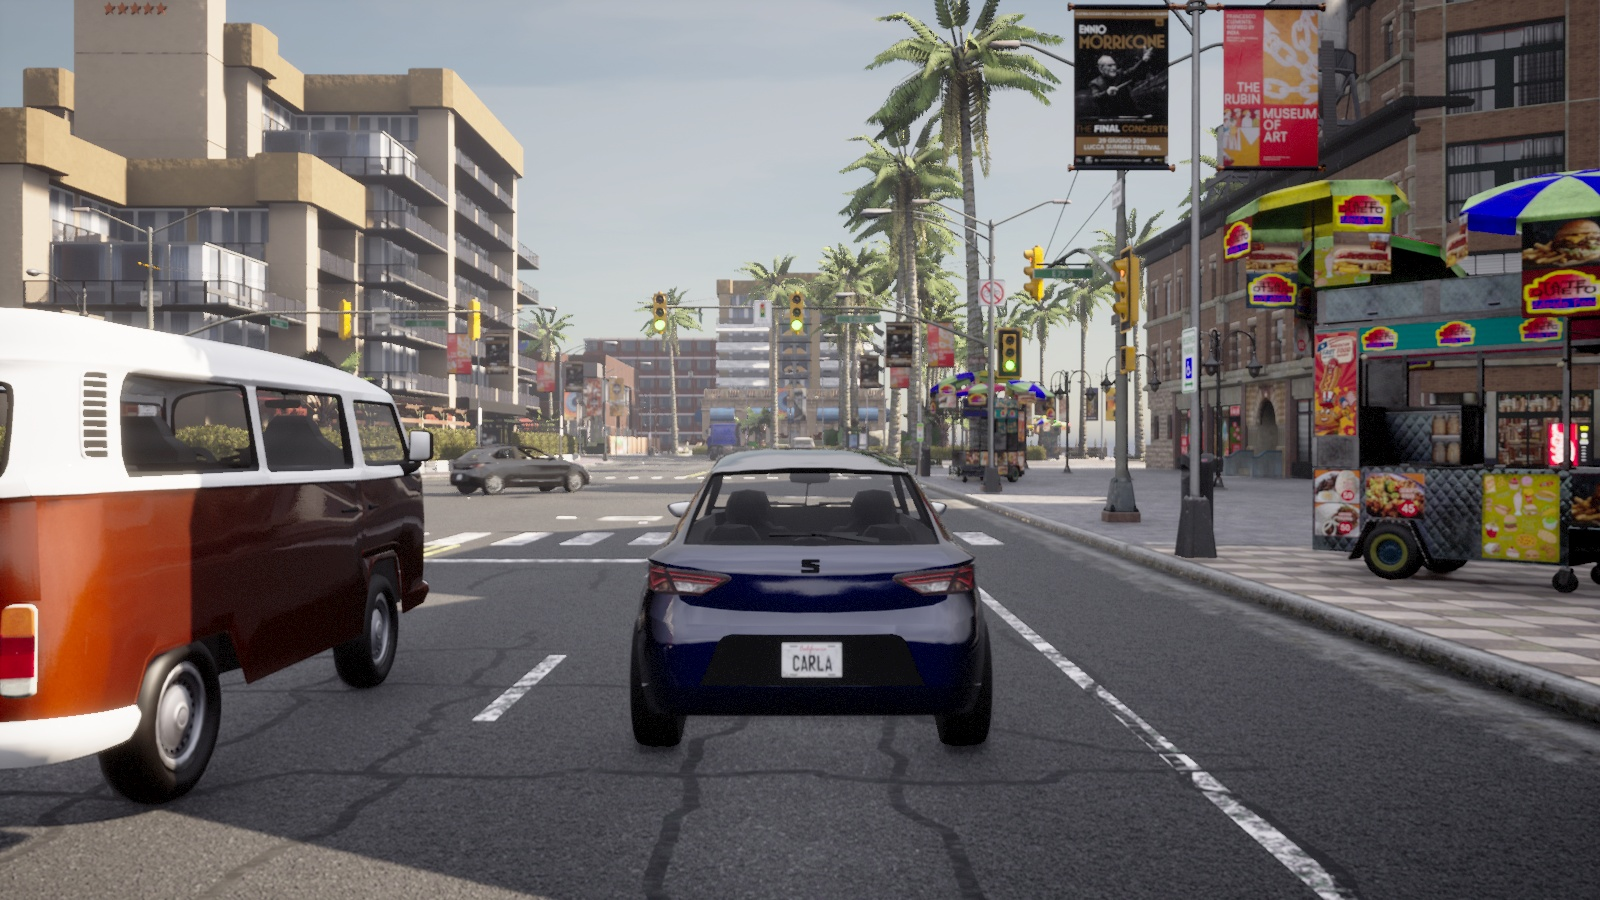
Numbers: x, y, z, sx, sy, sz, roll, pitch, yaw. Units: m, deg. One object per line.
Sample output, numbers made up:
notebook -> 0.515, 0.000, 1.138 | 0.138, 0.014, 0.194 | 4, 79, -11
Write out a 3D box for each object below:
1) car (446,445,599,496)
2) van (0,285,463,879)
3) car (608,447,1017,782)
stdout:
car -> -8.359, 0.584, 38.045 | 4.193, 1.474, 1.816 | 0, 0, -43
van -> -3.399, 0.439, 6.542 | 2.069, 2.038, 4.480 | 0, 0, 0
car -> 0.049, 0.726, 7.667 | 1.816, 1.474, 4.193 | 0, 0, 0
